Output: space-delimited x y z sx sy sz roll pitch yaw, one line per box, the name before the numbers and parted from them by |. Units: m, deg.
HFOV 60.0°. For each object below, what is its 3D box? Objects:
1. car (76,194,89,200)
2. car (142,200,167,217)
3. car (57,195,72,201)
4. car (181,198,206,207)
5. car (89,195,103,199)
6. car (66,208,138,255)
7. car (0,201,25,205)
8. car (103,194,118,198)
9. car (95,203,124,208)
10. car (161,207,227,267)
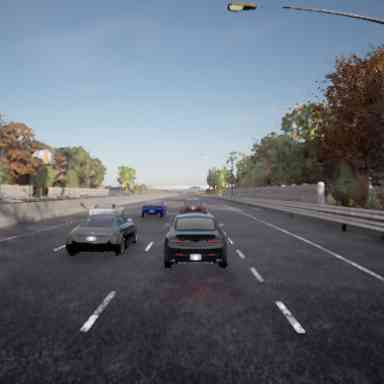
car | -24.491 1.241 74.799 2.097 1.767 4.553 0 0 0
car | -3.394 1.438 30.553 1.882 1.535 5.008 0 0 0
car | -27.991 1.284 72.876 1.994 1.385 4.181 0 0 0
car | 0.100 1.314 28.703 2.097 1.767 4.553 0 0 0
car | -20.991 1.438 74.768 1.994 1.385 4.181 0 0 0
car | -3.397 1.543 13.234 1.994 1.385 4.181 0 0 0
car | -17.591 1.561 32.525 1.895 1.301 4.718 0 0 0
car | -17.491 1.195 73.290 1.837 1.490 4.892 0 0 0
car | -6.895 1.564 27.465 1.895 1.301 4.718 0 0 0
car | 0.101 1.487 11.308 1.837 1.490 4.892 0 0 0
